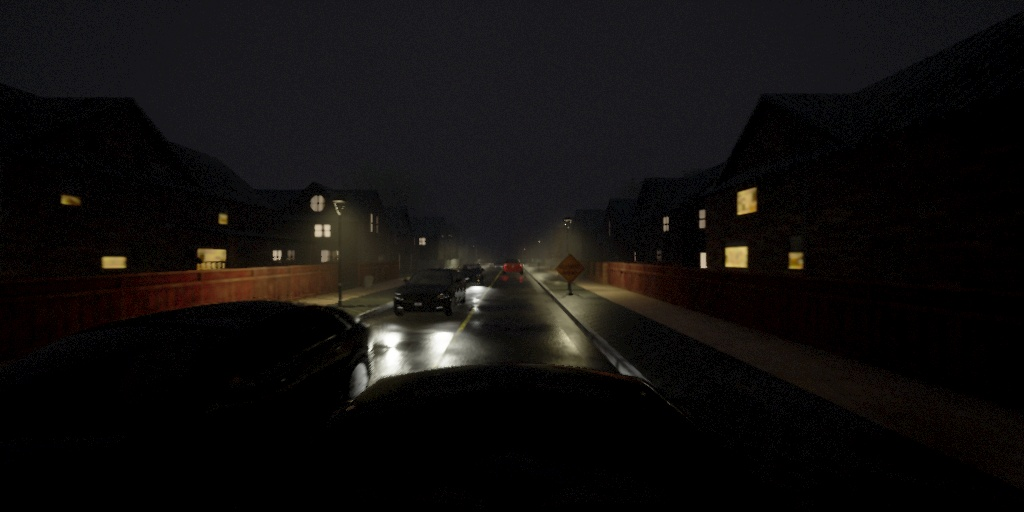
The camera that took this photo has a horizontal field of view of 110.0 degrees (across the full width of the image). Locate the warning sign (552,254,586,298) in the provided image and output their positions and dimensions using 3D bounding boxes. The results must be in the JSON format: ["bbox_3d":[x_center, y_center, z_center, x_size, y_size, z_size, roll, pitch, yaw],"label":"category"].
[{"bbox_3d":[2.514,0.821,15.376,1.300,1.860,1.060,0,0,0],"label":"warning sign"}]

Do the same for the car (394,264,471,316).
[{"bbox_3d":[-2.855,1.188,13.389,1.882,1.535,5.008,0,0,0],"label":"car"}]

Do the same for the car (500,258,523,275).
[{"bbox_3d":[0.085,1.039,37.856,2.097,1.767,4.553,0,0,0],"label":"car"}]

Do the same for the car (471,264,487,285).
[{"bbox_3d":[-2.841,1.257,24.956,1.994,1.385,4.181,0,0,1],"label":"car"}]

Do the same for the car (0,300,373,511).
[{"bbox_3d":[-2.851,1.249,3.184,1.837,1.490,4.892,0,0,0],"label":"car"}]
